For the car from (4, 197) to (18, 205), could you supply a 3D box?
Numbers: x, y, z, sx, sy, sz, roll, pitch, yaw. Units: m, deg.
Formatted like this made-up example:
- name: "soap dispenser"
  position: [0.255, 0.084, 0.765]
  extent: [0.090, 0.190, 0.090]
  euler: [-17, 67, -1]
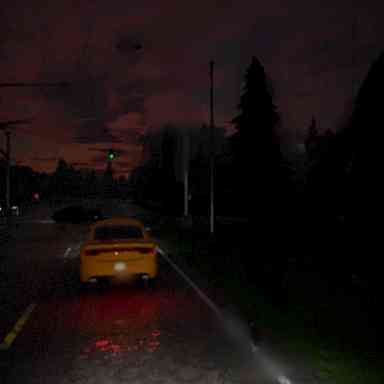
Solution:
- name: "car"
  position: [-33.740, 1.739, 62.018]
  extent: [1.845, 1.501, 3.633]
  euler: [0, 0, -14]

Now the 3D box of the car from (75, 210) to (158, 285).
- name: "car"
  position: [-2.197, 1.526, 9.853]
  extent: [1.882, 1.535, 5.008]
  euler: [0, 0, -14]

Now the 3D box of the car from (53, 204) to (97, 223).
- name: "car"
  position: [-8.698, 1.660, 25.323]
  extent: [4.674, 1.442, 1.812]
  euler: [0, -1, 39]
